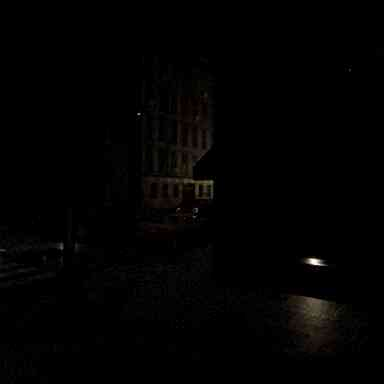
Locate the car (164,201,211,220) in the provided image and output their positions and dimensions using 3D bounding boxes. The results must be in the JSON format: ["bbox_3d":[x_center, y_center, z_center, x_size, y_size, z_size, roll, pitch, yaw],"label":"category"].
[{"bbox_3d":[-0.313,1.521,28.899,1.947,1.339,4.313,0,0,36],"label":"car"}]

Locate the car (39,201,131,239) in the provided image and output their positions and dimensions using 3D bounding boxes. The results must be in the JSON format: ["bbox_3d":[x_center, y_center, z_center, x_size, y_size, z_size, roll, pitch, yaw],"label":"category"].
[{"bbox_3d":[-5.141,1.457,17.765,1.882,1.535,5.008,0,0,34],"label":"car"}]

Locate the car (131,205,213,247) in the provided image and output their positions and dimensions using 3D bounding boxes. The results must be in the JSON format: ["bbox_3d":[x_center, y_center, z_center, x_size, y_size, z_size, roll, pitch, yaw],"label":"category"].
[{"bbox_3d":[-0.290,1.530,15.123,1.752,1.417,4.829,0,0,36],"label":"car"}]

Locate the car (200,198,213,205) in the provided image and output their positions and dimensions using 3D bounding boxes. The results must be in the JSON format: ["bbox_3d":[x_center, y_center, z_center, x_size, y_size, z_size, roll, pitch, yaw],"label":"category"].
[{"bbox_3d":[2.913,1.314,19.605,2.192,1.841,5.009,0,0,36],"label":"car"}]

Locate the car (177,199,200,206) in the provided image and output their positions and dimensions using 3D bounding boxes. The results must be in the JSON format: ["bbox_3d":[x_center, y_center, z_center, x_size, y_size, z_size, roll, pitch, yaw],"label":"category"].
[{"bbox_3d":[0.693,1.321,25.934,2.097,1.767,4.553,0,0,35],"label":"car"}]

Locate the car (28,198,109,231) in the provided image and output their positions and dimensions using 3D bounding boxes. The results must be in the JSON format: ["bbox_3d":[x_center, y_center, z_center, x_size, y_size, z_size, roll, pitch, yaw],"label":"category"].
[{"bbox_3d":[-6.913,1.282,19.656,2.192,1.841,5.009,0,0,36],"label":"car"}]
